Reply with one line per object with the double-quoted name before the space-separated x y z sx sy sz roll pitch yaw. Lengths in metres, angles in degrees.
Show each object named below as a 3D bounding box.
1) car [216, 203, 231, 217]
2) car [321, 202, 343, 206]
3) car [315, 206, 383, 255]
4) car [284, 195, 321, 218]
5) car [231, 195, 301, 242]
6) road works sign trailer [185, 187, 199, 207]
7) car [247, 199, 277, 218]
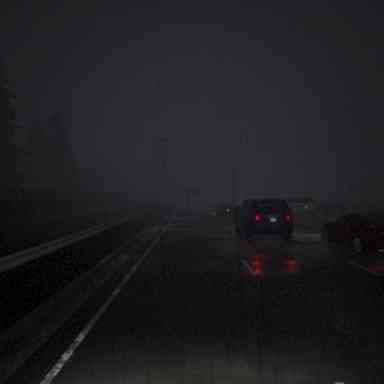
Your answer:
"car" 3.610 1.816 35.118 1.994 1.385 4.181 0 0 0
"car" 14.109 1.737 34.350 2.128 1.511 4.902 0 0 0
"car" 7.105 1.577 13.794 1.882 1.535 5.008 0 0 0
"car" 10.607 1.462 33.526 2.150 2.045 5.566 0 0 0
"car" 3.604 1.347 17.440 2.150 2.045 5.566 0 0 0
"road works sign trailer" 0.014 0.894 59.918 2.380 3.560 2.880 0 0 0
"car" 7.110 1.596 34.073 2.097 1.767 4.553 0 0 0
